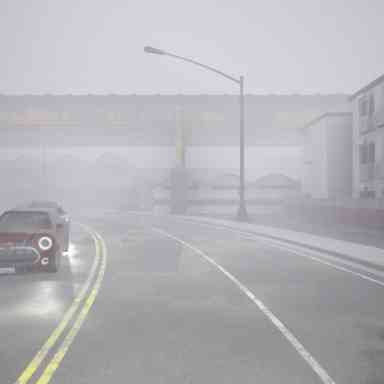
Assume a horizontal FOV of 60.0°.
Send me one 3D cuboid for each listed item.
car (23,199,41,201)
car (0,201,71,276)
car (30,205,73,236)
[{"bbox_3d":[-10.720,1.392,24.229,1.882,1.535,5.008,1,-1,-34],"label":"car"},{"bbox_3d":[-5.085,1.318,10.284,2.097,1.767,4.553,0,0,-15],"label":"car"},{"bbox_3d":[-8.119,1.518,18.916,1.895,1.301,4.718,0,0,-27],"label":"car"}]
